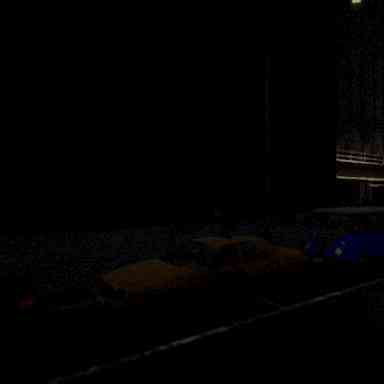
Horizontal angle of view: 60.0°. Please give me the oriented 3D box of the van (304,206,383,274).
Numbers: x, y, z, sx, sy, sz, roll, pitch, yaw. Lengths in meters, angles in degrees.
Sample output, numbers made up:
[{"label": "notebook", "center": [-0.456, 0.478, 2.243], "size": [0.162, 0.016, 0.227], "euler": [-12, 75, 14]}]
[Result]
[{"label": "van", "center": [5.147, 1.349, 10.316], "size": [3.998, 1.788, 1.690], "euler": [0, 0, -35]}]

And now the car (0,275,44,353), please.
[{"label": "car", "center": [-3.988, 1.580, 3.803], "size": [4.206, 1.307, 1.802], "euler": [0, 0, -35]}]

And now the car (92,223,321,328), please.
[{"label": "car", "center": [0.441, 1.528, 6.961], "size": [4.829, 1.417, 1.752], "euler": [0, 0, -35]}]
